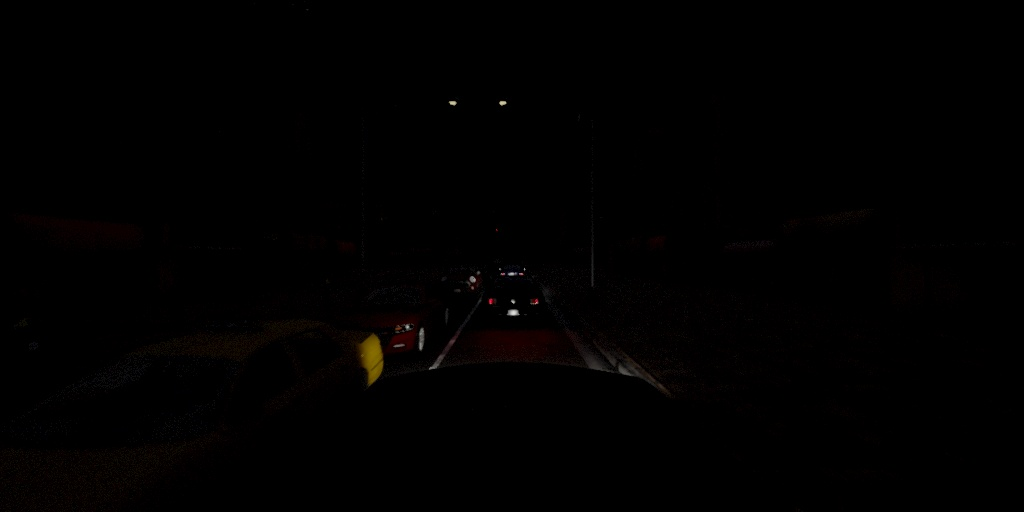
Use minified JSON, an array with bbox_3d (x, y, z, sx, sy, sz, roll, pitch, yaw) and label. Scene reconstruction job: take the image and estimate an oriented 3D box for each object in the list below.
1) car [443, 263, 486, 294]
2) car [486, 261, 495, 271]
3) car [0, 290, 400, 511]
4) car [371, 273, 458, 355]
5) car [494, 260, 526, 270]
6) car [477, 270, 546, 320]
[{"bbox_3d":[-2.670,1.154,19.428,1.967,1.591,4.097,0,0,0],"label":"car"},{"bbox_3d":[-2.691,1.265,30.189,1.948,1.339,4.313,0,0,0],"label":"car"},{"bbox_3d":[-2.638,1.271,3.119,1.751,1.417,4.829,0,0,0],"label":"car"},{"bbox_3d":[-2.649,1.279,8.669,1.888,1.381,4.507,0,0,0],"label":"car"},{"bbox_3d":[0.019,1.252,26.585,2.033,1.411,5.357,0,0,0],"label":"car"},{"bbox_3d":[0.047,1.328,12.489,1.895,1.301,4.718,0,0,0],"label":"car"}]
